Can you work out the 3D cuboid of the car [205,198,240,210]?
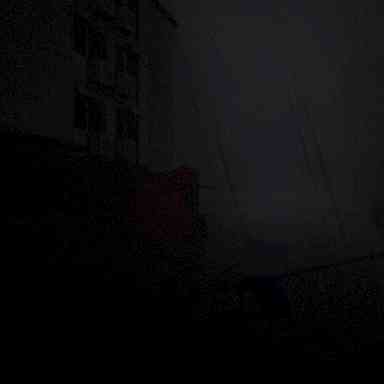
[{"bbox_3d":[3.861,1.546,43.811,2.033,1.411,5.357,0,0,-35],"label":"car"}]

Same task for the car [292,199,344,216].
[{"bbox_3d":[12.140,1.477,32.215,1.882,1.535,5.008,0,0,-36],"label":"car"}]
